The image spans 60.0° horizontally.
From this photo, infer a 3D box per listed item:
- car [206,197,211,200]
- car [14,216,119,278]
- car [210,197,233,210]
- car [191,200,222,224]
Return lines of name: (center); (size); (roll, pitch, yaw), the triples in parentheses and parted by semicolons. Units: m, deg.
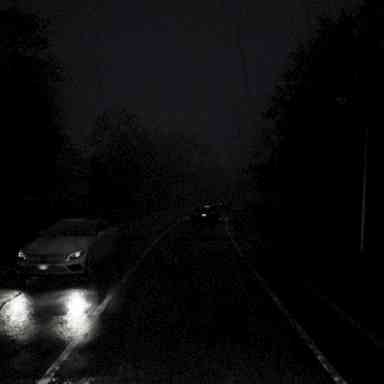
car: (3.528, 1.487, 53.622); (2.033, 1.411, 5.357); (2, 0, 19)
car: (-3.507, 1.508, 10.227); (1.812, 1.442, 4.674); (0, 0, 1)
car: (4.088, 1.552, 42.435); (2.033, 1.411, 5.357); (1, 0, 14)
car: (1.029, 1.548, 24.757); (1.994, 1.385, 4.181); (1, 0, 6)
